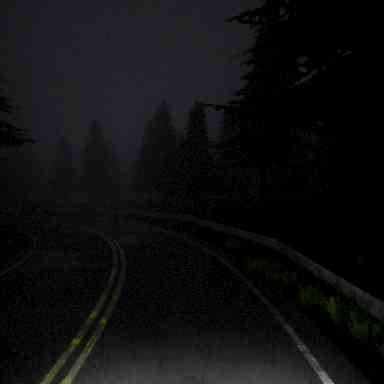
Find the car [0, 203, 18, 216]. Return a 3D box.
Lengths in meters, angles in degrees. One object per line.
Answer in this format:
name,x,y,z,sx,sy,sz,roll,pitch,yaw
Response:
car,-21.443,2.067,37.249,2.033,1.411,5.357,-3,1,-38

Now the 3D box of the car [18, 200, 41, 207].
car,-24.995,1.992,50.831,2.033,1.411,5.357,1,2,10
